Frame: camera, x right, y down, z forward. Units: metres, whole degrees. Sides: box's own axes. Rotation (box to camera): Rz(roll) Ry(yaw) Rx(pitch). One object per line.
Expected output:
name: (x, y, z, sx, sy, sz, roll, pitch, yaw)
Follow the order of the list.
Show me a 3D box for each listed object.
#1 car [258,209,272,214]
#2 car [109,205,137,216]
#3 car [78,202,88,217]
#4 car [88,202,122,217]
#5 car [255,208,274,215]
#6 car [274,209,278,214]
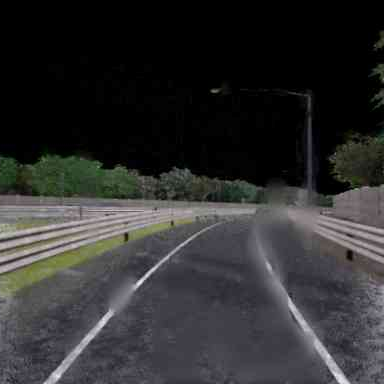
car: (20.022, 5.300, 91.363, 1.812, 1.442, 4.674, -2, -4, 37)
car: (-7.996, 2.684, 43.262, 1.895, 1.301, 4.718, -2, -4, 37)
car: (-13.549, 2.460, 47.534, 2.150, 2.045, 5.566, -2, -4, 37)
car: (-10.769, 2.377, 45.410, 2.150, 2.045, 5.566, -2, -4, 37)
car: (15.868, 4.381, 74.430, 1.837, 1.490, 4.892, -2, -4, 37)
car: (20.623, 5.029, 86.395, 1.837, 1.490, 4.892, -2, -4, 37)
